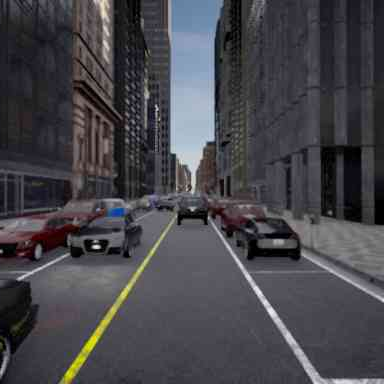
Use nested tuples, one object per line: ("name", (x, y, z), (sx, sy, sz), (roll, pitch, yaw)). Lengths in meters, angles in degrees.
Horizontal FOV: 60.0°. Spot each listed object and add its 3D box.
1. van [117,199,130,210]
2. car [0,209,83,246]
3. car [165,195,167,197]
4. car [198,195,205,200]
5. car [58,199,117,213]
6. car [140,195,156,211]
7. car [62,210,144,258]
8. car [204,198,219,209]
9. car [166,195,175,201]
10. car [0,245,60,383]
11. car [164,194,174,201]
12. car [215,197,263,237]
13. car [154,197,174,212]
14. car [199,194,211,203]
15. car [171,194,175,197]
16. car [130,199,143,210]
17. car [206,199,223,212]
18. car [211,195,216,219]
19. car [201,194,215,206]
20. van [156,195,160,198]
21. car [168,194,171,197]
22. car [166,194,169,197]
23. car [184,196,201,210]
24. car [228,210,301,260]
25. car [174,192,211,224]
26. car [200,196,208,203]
("van", (-5.853, 1.376, 23.611), (1.690, 1.788, 3.998), (1, 0, 0))
("car", (-5.853, 1.567, 12.360), (1.887, 1.381, 4.507), (0, 0, 0))
("car", (-5.861, 1.593, 57.359), (2.008, 1.369, 4.403), (1, 0, 0))
("car", (2.658, 1.610, 91.104), (1.802, 1.307, 4.206), (1, 0, 0))
("car", (-5.852, 1.345, 17.986), (2.192, 1.841, 5.009), (1, 0, 0))
("car", (-5.856, 1.482, 40.485), (1.967, 1.590, 4.097), (1, 0, 0))
("car", (-3.086, 1.587, 12.759), (1.994, 1.385, 4.181), (0, 0, 1))
("car", (2.667, 1.585, 46.108), (1.887, 1.381, 4.507), (1, 0, 0))
("car", (-5.867, 1.580, 91.107), (2.008, 1.369, 4.403), (1, 0, 0))
("car", (-3.100, 1.553, 2.430), (2.033, 1.411, 5.357), (0, 0, 0))
("car", (-5.863, 1.347, 85.482), (2.192, 1.841, 5.009), (1, 0, 0))
("car", (2.674, 1.343, 17.985), (2.192, 1.841, 5.009), (1, 0, 0))
("car", (-3.024, 1.643, 39.222), (1.895, 1.301, 4.718), (0, 0, 0))
("car", (2.666, 1.352, 68.606), (2.192, 1.841, 5.009), (1, 0, 0))
("car", (-5.865, 1.579, 79.858), (1.887, 1.381, 4.507), (1, 0, 0))
("car", (-5.856, 1.590, 29.235), (2.008, 1.369, 4.403), (1, 0, 0))
("car", (2.668, 1.622, 40.483), (1.802, 1.307, 4.206), (1, 0, 0))
("car", (2.672, 1.352, 29.234), (2.192, 1.841, 5.009), (1, 0, 0))
("car", (2.668, 1.355, 57.357), (2.192, 1.841, 5.009), (1, 0, 0))
("van", (-5.856, 1.383, 46.110), (1.690, 1.788, 3.998), (1, 0, 0))
("car", (-5.862, 1.564, 68.439), (1.752, 1.417, 4.829), (1, 0, 0))
("car", (-5.861, 1.585, 62.984), (1.887, 1.381, 4.507), (1, 0, 0))
("car", (0.072, 1.392, 43.604), (2.097, 1.767, 4.553), (0, 0, 0))
("car", (2.673, 1.587, 12.360), (1.947, 1.339, 4.313), (0, 0, 0))
("car", (0.038, 1.261, 24.976), (2.150, 2.045, 5.566), (0, 0, 0))
("car", (2.662, 1.617, 74.230), (1.802, 1.307, 4.206), (1, 0, 0))
